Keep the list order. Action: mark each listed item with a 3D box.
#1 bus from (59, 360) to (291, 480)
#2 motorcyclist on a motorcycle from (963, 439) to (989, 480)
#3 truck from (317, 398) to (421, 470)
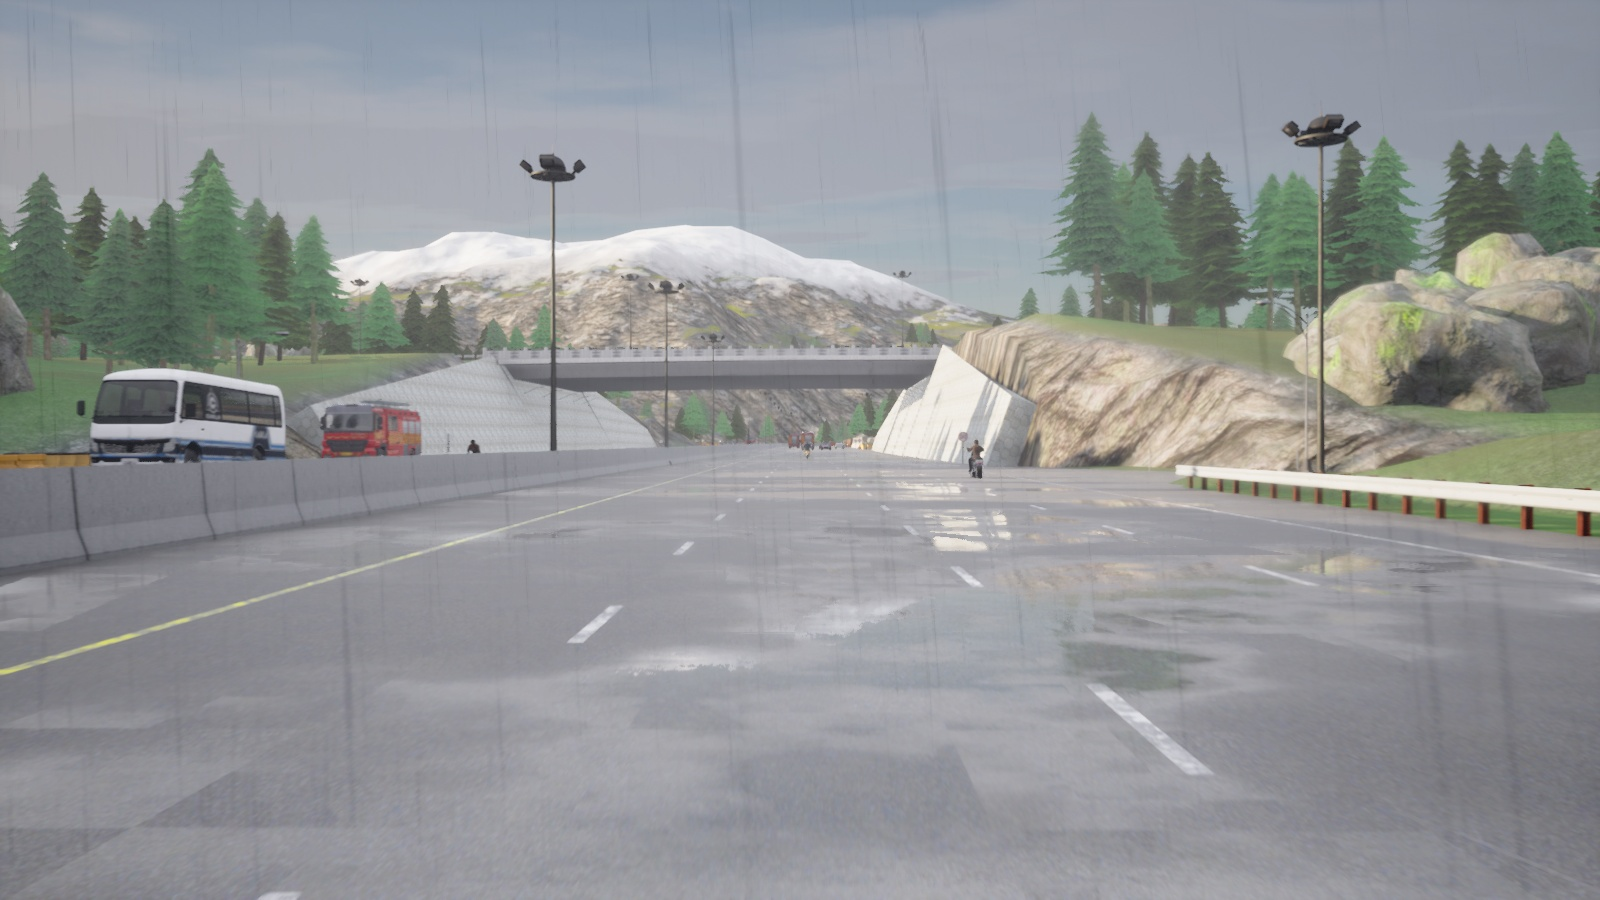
[{"bbox_3d":[-24.202,-0.954,49.574,3.944,4.253,10.273,0,-1,0],"label":"bus"},{"bbox_3d":[7.313,0.381,52.281,0.766,1.649,2.350,0,0,0],"label":"motorcyclist on a motorcycle"},{"bbox_3d":[-24.082,-0.872,70.640,2.891,3.827,8.468,0,0,0],"label":"truck"}]
